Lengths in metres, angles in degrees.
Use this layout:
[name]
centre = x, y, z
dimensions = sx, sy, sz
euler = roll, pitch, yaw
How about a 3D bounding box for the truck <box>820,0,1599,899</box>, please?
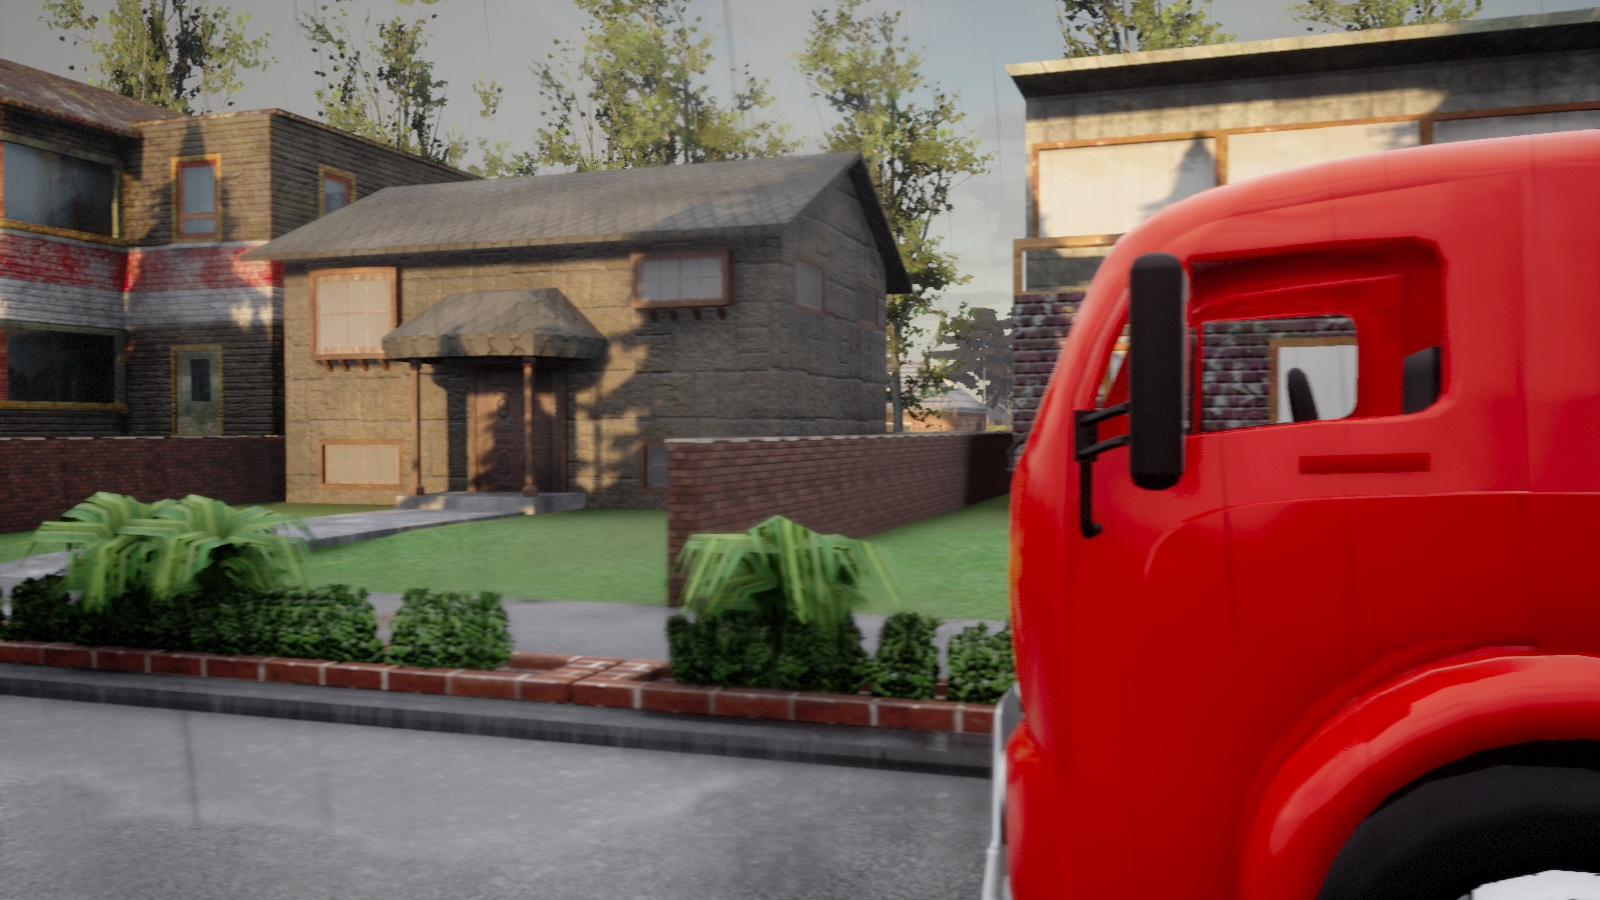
[truck]
centre = 2.924, 0.307, 2.730
dimensions = 5.204, 2.467, 2.627
euler = 1, 1, 19
